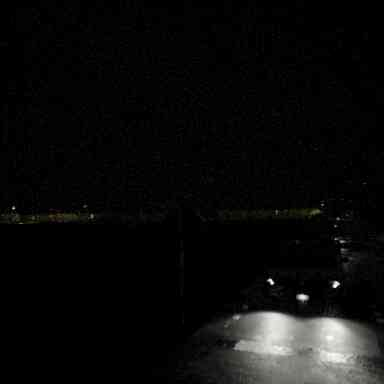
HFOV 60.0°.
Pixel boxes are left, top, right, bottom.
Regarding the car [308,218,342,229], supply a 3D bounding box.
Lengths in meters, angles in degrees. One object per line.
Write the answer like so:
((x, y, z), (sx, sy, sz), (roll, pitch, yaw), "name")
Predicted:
((7.885, 2.520, 20.055), (2.033, 1.411, 5.357), (-3, -4, 23), "car")

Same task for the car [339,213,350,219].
((35.835, 5.635, 77.715), (1.812, 1.442, 4.674), (-3, -5, 23), "car")

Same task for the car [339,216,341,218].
((12.105, 3.036, 29.817), (1.895, 1.301, 4.718), (-3, -4, 23), "car")

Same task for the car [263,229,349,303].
((3.455, 2.042, 9.762), (2.033, 1.411, 5.357), (-3, -4, 23), "car")
